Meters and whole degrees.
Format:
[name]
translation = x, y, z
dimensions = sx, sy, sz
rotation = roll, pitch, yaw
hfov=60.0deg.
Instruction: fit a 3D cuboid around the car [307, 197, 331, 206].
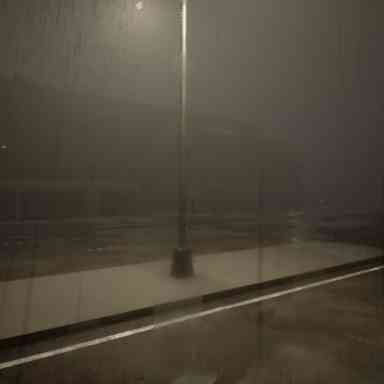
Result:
[car]
translation = 22.656, 1.636, 59.526
dimensions = 2.097, 1.767, 4.553
rotation = 0, 0, -17
